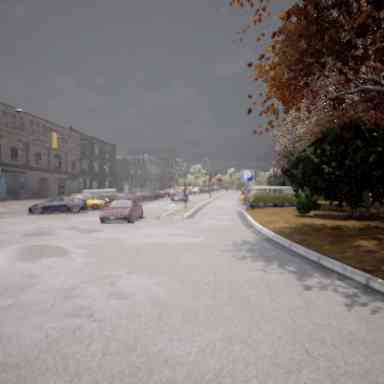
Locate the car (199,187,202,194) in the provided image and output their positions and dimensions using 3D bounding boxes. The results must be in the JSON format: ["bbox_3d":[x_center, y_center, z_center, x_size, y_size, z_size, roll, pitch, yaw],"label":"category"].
[{"bbox_3d":[-0.765,-0.360,94.194,5.566,2.045,2.435,-2,1,-8],"label":"car"}]

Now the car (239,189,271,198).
[{"bbox_3d":[10.866,0.201,57.681,5.008,1.535,2.097,-1,1,-11],"label":"car"}]

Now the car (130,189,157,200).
[{"bbox_3d":[-8.377,0.709,52.682,4.674,1.452,2.002,-2,1,-12],"label":"car"}]

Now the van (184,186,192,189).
[{"bbox_3d":[-3.014,-0.112,82.429,4.442,1.987,1.878,-2,0,-9],"label":"van"}]

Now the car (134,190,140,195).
[{"bbox_3d":[-9.620,0.868,43.707,4.674,1.452,2.002,-2,1,-13],"label":"car"}]

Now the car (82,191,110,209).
[{"bbox_3d":[-10.856,1.026,31.757,5.366,1.575,1.946,-2,1,-14],"label":"car"}]

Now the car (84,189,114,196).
[{"bbox_3d":[-10.746,0.860,34.707,4.553,1.767,2.185,-2,1,-14],"label":"car"}]

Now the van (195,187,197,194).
[{"bbox_3d":[-1.823,-0.226,88.334,4.442,1.987,1.878,-2,0,-9],"label":"van"}]

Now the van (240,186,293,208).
[{"bbox_3d":[7.217,0.459,31.238,4.442,1.987,1.878,-1,1,-14],"label":"van"}]

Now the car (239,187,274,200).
[{"bbox_3d":[9.504,0.240,48.892,4.553,1.767,2.185,-1,1,-12],"label":"car"}]

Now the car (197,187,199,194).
[{"bbox_3d":[-1.332,-0.053,91.263,5.008,1.535,2.097,-2,0,-8],"label":"car"}]

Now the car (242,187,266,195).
[{"bbox_3d":[13.415,-0.204,72.261,4.553,1.767,2.185,-1,1,-9],"label":"car"}]

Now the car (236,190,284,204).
[{"bbox_3d":[8.178,0.525,40.048,5.366,1.575,1.946,-1,1,-13],"label":"car"}]

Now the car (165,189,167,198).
[{"bbox_3d":[-7.468,0.562,58.660,5.008,1.535,2.097,-2,0,-11],"label":"car"}]

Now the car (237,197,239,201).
[{"bbox_3d":[8.178,0.574,37.197,5.366,1.575,1.946,-1,1,-13],"label":"car"}]

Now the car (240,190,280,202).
[{"bbox_3d":[8.730,0.513,43.033,4.674,1.452,2.002,-1,1,-12],"label":"car"}]

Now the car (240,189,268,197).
[{"bbox_3d":[11.885,0.119,63.531,4.792,1.488,2.163,-1,1,-10],"label":"car"}]

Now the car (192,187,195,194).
[{"bbox_3d":[-2.555,0.092,85.356,4.792,1.488,2.163,-2,1,-9],"label":"car"}]

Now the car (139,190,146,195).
[{"bbox_3d":[-9.230,0.816,46.706,4.674,1.452,2.002,-2,0,-12],"label":"car"}]

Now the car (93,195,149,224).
[{"bbox_3d":[-4.262,1.144,20.853,1.812,1.442,4.674,-1,1,5],"label":"car"}]

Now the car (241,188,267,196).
[{"bbox_3d":[12.891,-0.022,69.355,5.008,1.535,2.097,-1,1,-9],"label":"car"}]

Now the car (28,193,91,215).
[{"bbox_3d":[-11.518,1.125,28.771,4.792,1.488,2.163,-2,1,-15],"label":"car"}]

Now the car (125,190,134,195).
[{"bbox_3d":[-10.013,0.882,40.714,4.892,1.521,2.231,-2,0,-13],"label":"car"}]

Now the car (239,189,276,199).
[{"bbox_3d":[10.146,0.306,51.867,5.366,1.575,1.946,-1,1,-11],"label":"car"}]

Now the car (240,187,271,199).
[{"bbox_3d":[10.440,0.130,54.754,4.553,1.767,2.185,-1,1,-11],"label":"car"}]

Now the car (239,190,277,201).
[{"bbox_3d":[9.121,0.459,45.967,4.674,1.452,2.002,-1,1,-12],"label":"car"}]

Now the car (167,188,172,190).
[{"bbox_3d":[-6.467,0.453,64.613,5.008,1.535,2.097,-2,1,-10],"label":"car"}]

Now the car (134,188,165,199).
[{"bbox_3d":[-7.913,0.364,55.680,5.566,2.045,2.435,-2,0,-12],"label":"car"}]

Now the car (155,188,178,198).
[{"bbox_3d":[-5.389,0.217,70.560,4.553,1.767,2.185,-2,1,-10],"label":"car"}]

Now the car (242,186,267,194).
[{"bbox_3d":[15.184,-0.501,81.012,5.566,2.045,2.435,-1,1,-9],"label":"car"}]

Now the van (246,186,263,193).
[{"bbox_3d":[17.404,-0.702,92.648,4.442,1.987,1.878,-1,1,-9],"label":"van"}]

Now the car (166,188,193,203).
[{"bbox_3d":[-1.633,0.662,44.773,2.128,1.511,4.902,-1,1,8],"label":"car"}]

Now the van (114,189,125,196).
[{"bbox_3d":[-10.263,0.703,37.742,4.442,1.987,1.878,-2,1,-14],"label":"van"}]
